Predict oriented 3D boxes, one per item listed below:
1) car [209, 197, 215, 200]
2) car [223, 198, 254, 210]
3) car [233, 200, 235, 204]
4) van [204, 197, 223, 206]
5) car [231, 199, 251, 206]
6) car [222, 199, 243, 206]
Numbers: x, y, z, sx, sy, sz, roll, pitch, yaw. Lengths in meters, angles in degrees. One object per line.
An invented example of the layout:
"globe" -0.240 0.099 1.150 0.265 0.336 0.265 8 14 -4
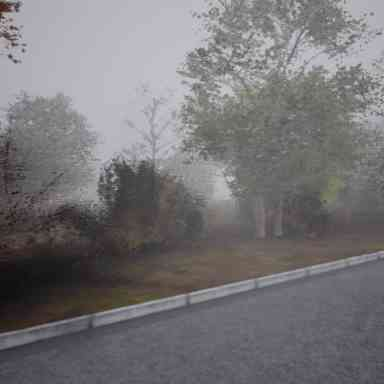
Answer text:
"car" 2.558 2.385 72.897 2.097 1.535 5.008 0 0 -36
"car" 8.550 2.118 61.123 2.435 2.045 5.566 0 0 -36
"car" 6.317 2.370 59.474 2.097 1.535 5.008 0 0 -36
"van" 4.771 2.157 74.628 1.878 1.987 4.442 0 0 -36
"car" 11.666 2.399 79.450 2.002 1.452 4.674 0 0 -36
"car" 9.405 2.401 77.784 2.163 1.488 4.792 0 0 -36
